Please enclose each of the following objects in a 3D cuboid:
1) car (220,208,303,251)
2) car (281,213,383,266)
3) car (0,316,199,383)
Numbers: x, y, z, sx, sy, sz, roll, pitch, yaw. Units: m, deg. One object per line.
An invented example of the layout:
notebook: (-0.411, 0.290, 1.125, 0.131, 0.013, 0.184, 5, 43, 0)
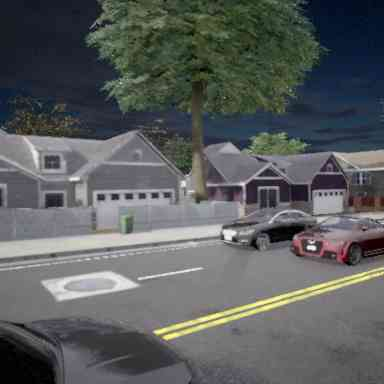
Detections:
car: (3.366, 1.462, 14.068, 4.902, 1.511, 2.128, 0, 0, -35)
car: (5.328, 1.534, 11.476, 4.181, 1.385, 1.994, 0, 0, -35)
car: (-2.139, 1.505, 1.912, 4.892, 1.490, 1.837, 0, 0, -36)
